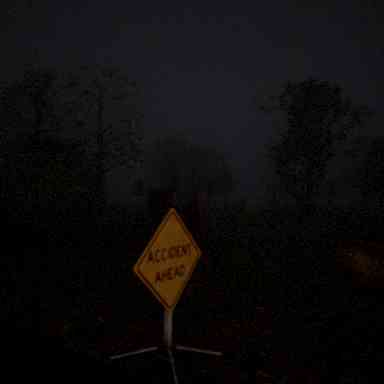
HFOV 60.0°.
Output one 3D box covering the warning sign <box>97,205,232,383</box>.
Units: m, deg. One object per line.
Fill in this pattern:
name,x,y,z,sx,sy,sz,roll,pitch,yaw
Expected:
warning sign,-0.293,1.126,4.153,1.060,1.860,1.300,1,0,35
